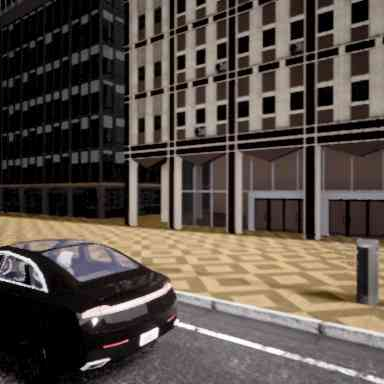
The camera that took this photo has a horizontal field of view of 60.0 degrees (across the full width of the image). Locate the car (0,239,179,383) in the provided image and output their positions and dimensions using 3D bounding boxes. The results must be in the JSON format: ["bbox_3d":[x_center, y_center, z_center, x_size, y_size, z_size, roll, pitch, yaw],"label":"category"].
[{"bbox_3d":[-2.480,1.532,5.416,4.902,1.511,2.128,0,0,36],"label":"car"}]
